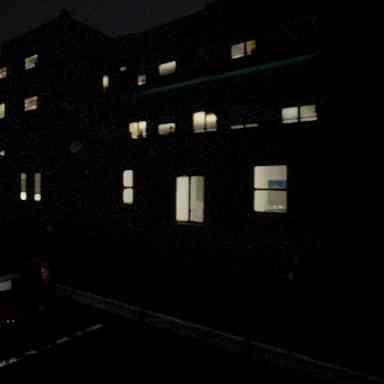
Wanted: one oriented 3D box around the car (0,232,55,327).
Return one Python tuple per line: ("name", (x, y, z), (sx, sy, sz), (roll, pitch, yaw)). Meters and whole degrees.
("car", (-4.338, 1.386, 5.968), (4.097, 1.590, 1.967), (1, 1, 36))
